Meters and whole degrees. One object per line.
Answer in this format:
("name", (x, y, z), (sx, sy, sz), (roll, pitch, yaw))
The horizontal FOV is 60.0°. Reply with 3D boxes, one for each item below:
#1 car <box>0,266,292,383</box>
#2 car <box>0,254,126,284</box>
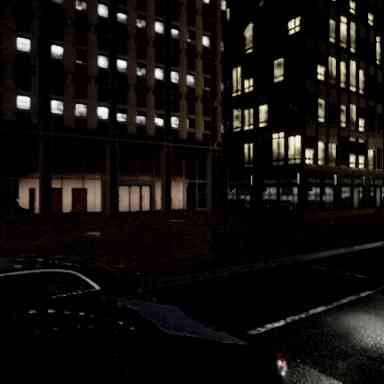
("car", (-1.182, 1.565, 2.236), (4.181, 1.385, 1.994), (0, 0, -36))
("car", (-2.689, 1.552, 4.182), (4.403, 1.369, 2.008), (0, 0, -35))
